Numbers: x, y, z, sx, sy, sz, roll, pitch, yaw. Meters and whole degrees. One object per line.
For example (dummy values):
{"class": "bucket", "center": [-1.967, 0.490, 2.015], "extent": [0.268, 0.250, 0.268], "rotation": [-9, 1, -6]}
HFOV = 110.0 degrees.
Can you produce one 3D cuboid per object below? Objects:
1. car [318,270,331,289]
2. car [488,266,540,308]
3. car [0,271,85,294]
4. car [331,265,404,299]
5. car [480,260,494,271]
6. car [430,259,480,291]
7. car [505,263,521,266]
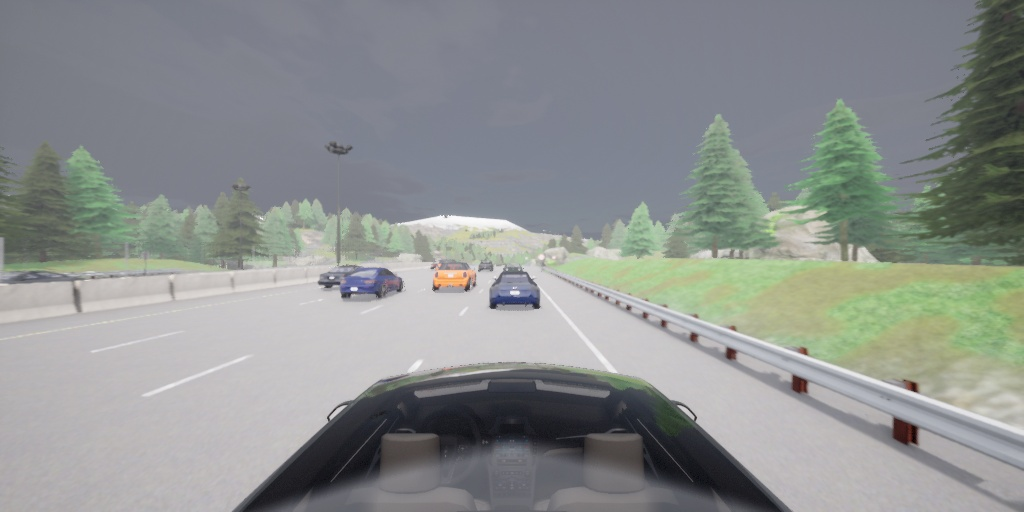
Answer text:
{"class": "car", "center": [-10.393, 1.302, 23.217], "extent": [2.033, 1.411, 5.357], "rotation": [0, 0, 0]}
{"class": "car", "center": [0.106, 1.316, 15.183], "extent": [1.994, 1.385, 4.181], "rotation": [0, 0, 0]}
{"class": "car", "center": [-21.087, 1.318, 15.278], "extent": [1.994, 1.385, 4.181], "rotation": [0, 0, 0]}
{"class": "car", "center": [-6.894, 1.279, 17.961], "extent": [1.812, 1.442, 4.674], "rotation": [0, 0, 0]}
{"class": "car", "center": [-3.385, 1.272, 47.922], "extent": [2.128, 1.511, 4.902], "rotation": [0, 0, 0]}
{"class": "car", "center": [-3.394, 1.106, 21.976], "extent": [2.097, 1.767, 4.553], "rotation": [0, 0, 0]}
{"class": "car", "center": [0.110, 1.349, 36.851], "extent": [1.895, 1.301, 4.718], "rotation": [0, 0, 0]}
